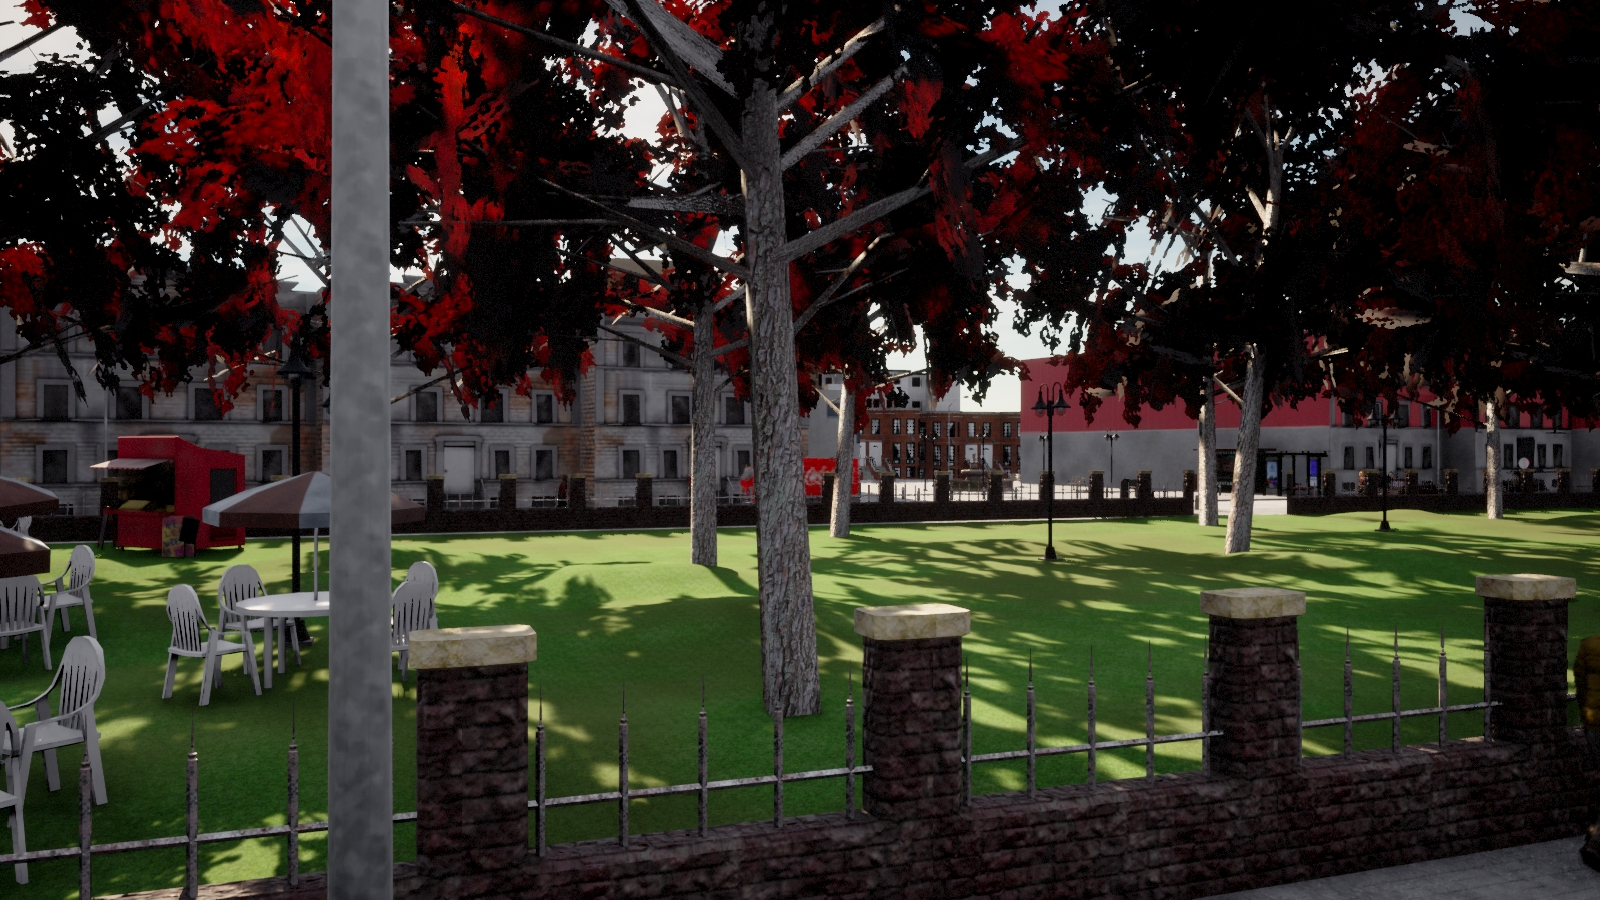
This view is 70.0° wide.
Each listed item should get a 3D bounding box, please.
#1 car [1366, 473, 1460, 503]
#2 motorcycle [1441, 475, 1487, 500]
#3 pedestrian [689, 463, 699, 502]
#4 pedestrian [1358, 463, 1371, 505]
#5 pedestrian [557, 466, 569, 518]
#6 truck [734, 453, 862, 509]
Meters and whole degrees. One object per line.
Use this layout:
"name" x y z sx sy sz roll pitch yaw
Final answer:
"car" 31.832 1.936 59.367 4.181 1.385 1.994 -1 0 -20
"motorcycle" 35.245 1.971 60.615 2.356 1.277 0.764 0 0 -20
"pedestrian" -5.050 1.530 54.432 0.375 1.860 0.375 0 0 7
"pedestrian" 25.702 1.542 52.020 0.375 1.860 0.375 0 0 -20
"pedestrian" -8.612 1.527 41.494 0.375 1.860 0.375 0 0 -16
"truck" -0.109 1.355 51.980 5.204 2.467 2.627 0 0 -20
